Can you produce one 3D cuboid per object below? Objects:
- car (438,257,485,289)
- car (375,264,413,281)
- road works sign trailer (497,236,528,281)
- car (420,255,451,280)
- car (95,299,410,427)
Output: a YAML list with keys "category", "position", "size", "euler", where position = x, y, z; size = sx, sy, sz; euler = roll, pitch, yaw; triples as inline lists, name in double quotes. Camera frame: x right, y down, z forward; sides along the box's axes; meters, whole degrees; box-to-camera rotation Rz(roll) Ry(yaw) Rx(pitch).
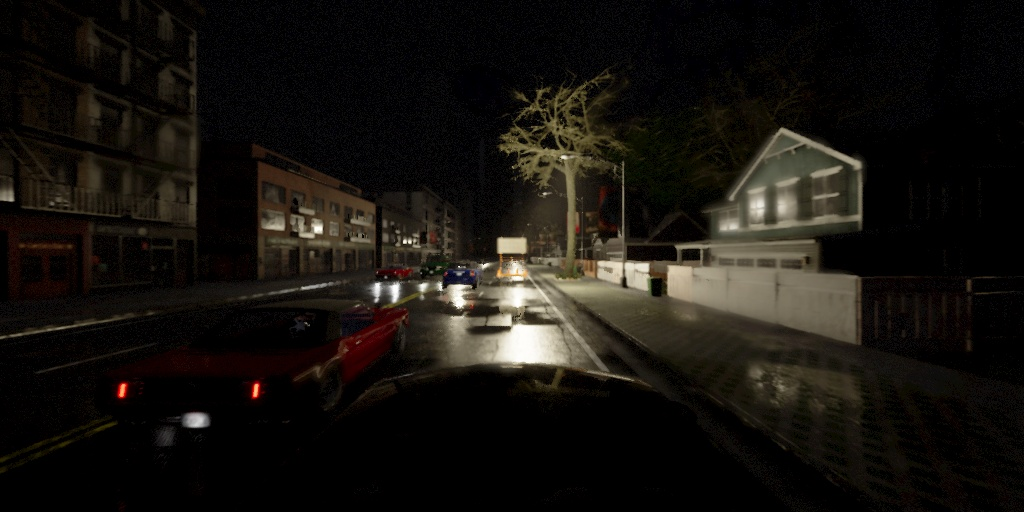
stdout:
- category: "car"
  position: [-3.148, 1.103, 23.426]
  size: [2.097, 1.767, 4.553]
  euler: [0, 0, 0]
- category: "car"
  position: [-9.844, 1.353, 30.193]
  size: [1.895, 1.301, 4.718]
  euler: [0, 0, 0]
- category: "road works sign trailer"
  position: [0.002, 0.216, 29.031]
  size: [2.380, 3.560, 2.880]
  euler: [0, 0, 0]
- category: "car"
  position: [-6.594, 0.973, 32.126]
  size: [2.150, 2.045, 5.566]
  euler: [0, 0, 0]
- category: "car"
  position: [-3.151, 1.351, 5.800]
  size: [1.895, 1.301, 4.718]
  euler: [0, 0, 0]
